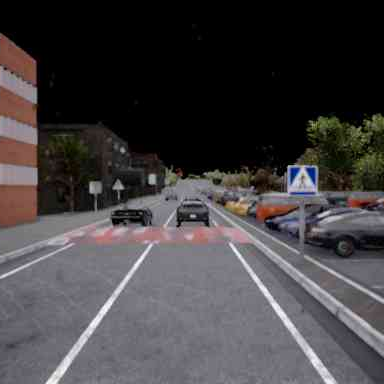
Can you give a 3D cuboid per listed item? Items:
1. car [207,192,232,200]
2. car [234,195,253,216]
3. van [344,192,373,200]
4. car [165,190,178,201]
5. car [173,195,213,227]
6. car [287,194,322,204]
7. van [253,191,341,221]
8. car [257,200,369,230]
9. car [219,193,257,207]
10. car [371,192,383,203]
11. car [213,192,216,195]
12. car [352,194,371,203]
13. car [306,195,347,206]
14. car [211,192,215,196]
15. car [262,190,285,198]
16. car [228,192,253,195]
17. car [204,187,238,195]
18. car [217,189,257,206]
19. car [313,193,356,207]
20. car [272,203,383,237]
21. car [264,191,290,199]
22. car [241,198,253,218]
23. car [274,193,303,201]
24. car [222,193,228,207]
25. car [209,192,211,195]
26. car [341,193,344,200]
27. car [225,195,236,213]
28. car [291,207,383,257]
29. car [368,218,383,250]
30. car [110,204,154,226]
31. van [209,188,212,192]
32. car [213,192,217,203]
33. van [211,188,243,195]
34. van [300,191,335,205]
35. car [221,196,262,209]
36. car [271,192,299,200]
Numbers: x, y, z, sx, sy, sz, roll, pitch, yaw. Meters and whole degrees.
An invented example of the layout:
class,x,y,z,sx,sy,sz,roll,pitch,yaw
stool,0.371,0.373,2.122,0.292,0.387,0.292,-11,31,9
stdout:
class,x,y,z,sx,sy,sz,roll,pitch,yaw
car,5.565,0.733,68.153,5.008,1.535,2.097,0,1,-1
car,6.232,1.259,25.756,5.366,1.575,1.946,0,0,-1
van,18.634,0.982,34.433,4.442,1.987,1.878,0,0,-1
car,-3.716,0.649,61.344,2.150,2.045,5.566,0,1,0
car,0.041,1.253,20.023,1.837,1.490,4.892,0,-5,0
car,18.296,1.056,54.334,5.008,1.535,2.097,0,2,-1
van,6.227,1.070,20.103,4.442,1.987,1.878,0,0,-1
car,6.112,1.342,17.277,4.792,1.488,2.163,0,0,-1
car,5.887,1.035,42.706,4.553,1.767,2.185,0,0,-1
car,18.611,1.115,28.913,4.553,1.767,2.185,0,0,-1
car,5.790,1.167,48.358,4.674,1.452,2.002,0,0,-1
car,18.553,1.224,31.737,5.008,1.535,2.097,0,0,-1
car,18.426,1.170,45.728,4.792,1.488,2.163,0,0,-1
car,5.763,1.145,51.192,4.674,1.452,2.002,0,0,-1
car,18.053,0.470,73.977,4.553,1.767,2.185,0,1,-1
car,6.014,1.103,31.404,4.553,1.767,2.185,0,0,-1
car,5.605,0.615,62.498,5.566,2.045,2.435,0,1,-1
car,5.948,0.943,37.055,5.566,2.045,2.435,0,0,-1
car,18.392,1.031,43.029,4.553,1.767,2.185,0,0,-1
car,6.176,1.370,14.452,4.674,1.452,2.002,0,0,-1
car,18.109,0.659,71.281,5.008,1.535,2.097,0,1,-1
car,6.076,1.319,22.929,4.674,1.452,2.002,0,0,-1
car,18.178,0.889,62.814,4.792,1.488,2.163,0,1,-1
car,6.136,1.208,34.232,5.366,1.575,1.946,0,0,-1
car,5.699,1.040,56.856,4.674,1.452,2.002,0,1,-1
car,18.493,1.192,37.259,4.892,1.521,2.231,0,0,-1
car,5.829,1.242,28.577,5.366,1.575,1.946,0,0,-1
car,6.203,1.386,11.626,4.674,1.452,2.002,0,0,-1
car,6.263,1.377,5.976,5.008,1.535,2.097,0,0,-1
car,-3.406,1.364,19.497,1.895,1.301,4.718,0,-4,0
van,5.782,0.707,59.676,4.442,1.987,1.878,0,1,-1
car,5.819,1.144,45.532,5.008,1.535,2.097,0,0,-1
van,5.844,0.834,54.147,4.442,1.987,1.878,0,1,-1
van,18.245,0.898,48.551,4.442,1.987,1.878,0,0,-1
car,5.890,1.218,39.882,4.674,1.452,2.002,0,0,-1
car,18.185,0.797,65.511,4.892,1.521,2.231,0,1,-1
